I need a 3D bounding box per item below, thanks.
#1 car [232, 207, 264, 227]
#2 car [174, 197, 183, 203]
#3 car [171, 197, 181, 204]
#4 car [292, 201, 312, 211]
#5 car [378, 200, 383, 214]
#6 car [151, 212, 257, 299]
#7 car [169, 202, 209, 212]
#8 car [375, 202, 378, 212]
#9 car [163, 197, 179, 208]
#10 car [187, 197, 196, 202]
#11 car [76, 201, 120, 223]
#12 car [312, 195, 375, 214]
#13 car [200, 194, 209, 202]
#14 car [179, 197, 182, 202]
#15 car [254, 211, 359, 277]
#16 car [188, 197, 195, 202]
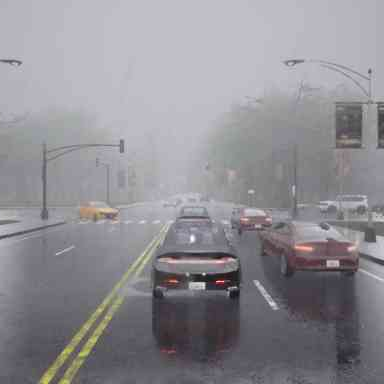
[{"bbox_3d":[3.336,1.555,18.997,1.812,1.442,4.674,0,0,1],"label":"car"},{"bbox_3d":[-3.357,1.946,81.766,2.033,1.411,5.357,0,-1,0],"label":"car"},{"bbox_3d":[-3.344,1.851,71.289,1.994,1.385,4.181,0,-1,0],"label":"car"},{"bbox_3d":[14.813,1.772,40.790,4.718,1.301,1.895,0,0,0],"label":"car"},{"bbox_3d":[20.380,1.535,30.891,4.553,1.767,2.097,0,0,-1],"label":"car"},{"bbox_3d":[0.089,1.496,8.471,2.128,1.511,4.902,0,0,0],"label":"car"},{"bbox_3d":[0.078,1.517,17.879,2.128,1.511,4.902,0,0,0],"label":"car"},{"bbox_3d":[23.945,1.695,40.874,5.008,1.535,1.882,0,0,0],"label":"car"},{"bbox_3d":[-3.411,1.760,52.026,1.895,1.301,4.718,0,0,0],"label":"car"},{"bbox_3d":[-0.107,1.893,82.514,1.882,1.535,5.008,0,-1,0],"label":"car"},{"bbox_3d":[-7.575,1.527,26.630,1.882,1.535,5.008,2,-1,-40],"label":"car"},{"bbox_3d":[17.058,1.399,37.567,5.566,2.045,2.150,0,0,-1],"label":"car"},{"bbox_3d":[3.143,1.642,82.584,2.150,2.045,5.566,0,-1,0],"label":"car"},{"bbox_3d":[-3.396,1.706,61.378,2.128,1.511,4.902,0,0,1],"label":"car"},{"bbox_3d":[3.333,1.533,10.189,1.812,1.442,4.674,0,0,0],"label":"car"},{"bbox_3d":[-0.122,1.965,92.967,1.994,1.385,4.181,0,-1,0],"label":"car"}]
